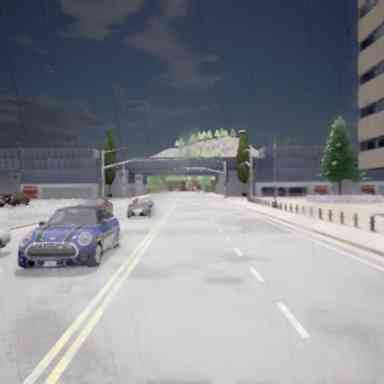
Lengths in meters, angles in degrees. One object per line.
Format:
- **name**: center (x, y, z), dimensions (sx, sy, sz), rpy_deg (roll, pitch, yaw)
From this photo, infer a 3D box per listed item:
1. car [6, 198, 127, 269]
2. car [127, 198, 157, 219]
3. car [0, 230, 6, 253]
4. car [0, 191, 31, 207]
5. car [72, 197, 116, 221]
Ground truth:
- **car**: center (-3.720, 1.254, 10.900), dimensions (2.097, 1.767, 4.553), rpy_deg (-1, 1, -1)
- **car**: center (-3.886, 1.215, 26.081), dimensions (2.128, 1.511, 4.902), rpy_deg (-1, 1, 0)
- **car**: center (-7.200, 1.553, 9.370), dimensions (1.895, 1.301, 4.718), rpy_deg (-1, 1, -1)
- **car**: center (-21.553, 0.866, 40.489), dimensions (1.932, 1.855, 4.605), rpy_deg (-1, 1, -1)
- **car**: center (-7.384, 1.237, 25.644), dimensions (1.882, 1.535, 5.008), rpy_deg (-1, 1, 0)
